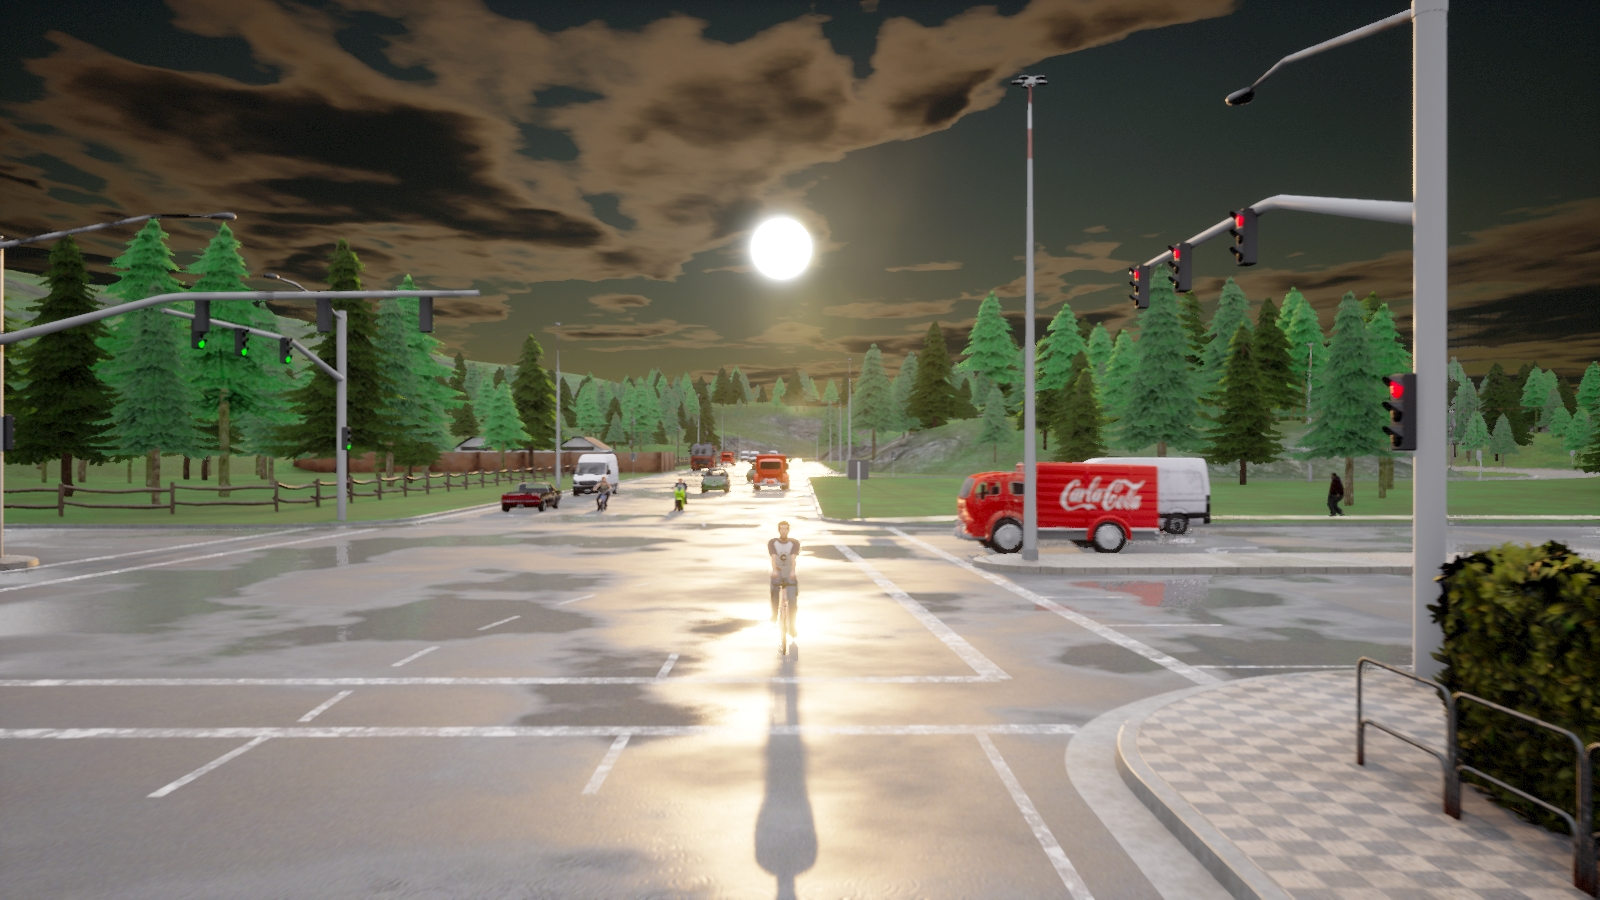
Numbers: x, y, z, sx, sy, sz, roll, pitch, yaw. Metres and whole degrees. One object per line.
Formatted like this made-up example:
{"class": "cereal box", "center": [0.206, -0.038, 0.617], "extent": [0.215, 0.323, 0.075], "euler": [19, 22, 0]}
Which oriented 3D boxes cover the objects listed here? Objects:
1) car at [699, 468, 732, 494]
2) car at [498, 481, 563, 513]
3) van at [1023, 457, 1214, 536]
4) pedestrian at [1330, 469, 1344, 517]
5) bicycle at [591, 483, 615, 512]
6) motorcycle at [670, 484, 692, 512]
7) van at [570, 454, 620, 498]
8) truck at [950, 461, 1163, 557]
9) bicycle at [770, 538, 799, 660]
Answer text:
{"class": "car", "center": [-5.511, 1.999, 74.879], "extent": [1.851, 1.617, 3.988], "euler": [0, 0, 0]}
{"class": "car", "center": [-12.460, 2.155, 53.095], "extent": [1.895, 1.301, 4.718], "euler": [0, 0, 0]}
{"class": "van", "center": [10.678, 1.534, 38.591], "extent": [5.915, 2.561, 1.988], "euler": [0, 0, -1]}
{"class": "pedestrian", "center": [21.046, 1.695, 44.805], "extent": [0.375, 1.860, 0.375], "euler": [0, 0, -2]}
{"class": "bicycle", "center": [-8.956, 2.157, 52.062], "extent": [0.859, 1.277, 1.487], "euler": [0, 0, 0]}
{"class": "motorcycle", "center": [-5.459, 2.186, 52.363], "extent": [0.803, 1.199, 2.033], "euler": [0, 0, 0]}
{"class": "van", "center": [-12.500, 1.533, 69.925], "extent": [1.988, 2.561, 5.915], "euler": [0, 0, 0]}
{"class": "truck", "center": [6.947, 1.577, 31.464], "extent": [5.204, 2.467, 2.627], "euler": [1, 0, -2]}
{"class": "bicycle", "center": [-0.228, 2.056, 16.135], "extent": [0.373, 1.496, 1.643], "euler": [0, 1, -2]}
